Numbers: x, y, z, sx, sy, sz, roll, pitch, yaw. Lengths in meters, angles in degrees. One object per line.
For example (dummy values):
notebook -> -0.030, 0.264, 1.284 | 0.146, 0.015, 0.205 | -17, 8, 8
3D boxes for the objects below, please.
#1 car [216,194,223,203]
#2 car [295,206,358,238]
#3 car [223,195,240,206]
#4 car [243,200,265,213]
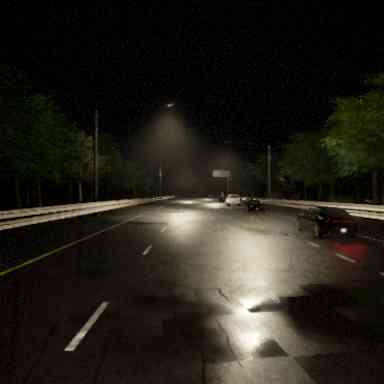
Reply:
car -> 7.328, 1.715, 78.821 | 2.097, 1.767, 4.553 | 0, 0, 0
car -> 7.015, 1.541, 17.791 | 1.837, 1.490, 4.892 | 0, 0, 0
car -> 7.172, 1.487, 58.514 | 2.150, 2.045, 5.566 | 0, -1, 0
car -> 7.076, 1.669, 38.456 | 1.812, 1.442, 4.674 | 0, 0, 0
